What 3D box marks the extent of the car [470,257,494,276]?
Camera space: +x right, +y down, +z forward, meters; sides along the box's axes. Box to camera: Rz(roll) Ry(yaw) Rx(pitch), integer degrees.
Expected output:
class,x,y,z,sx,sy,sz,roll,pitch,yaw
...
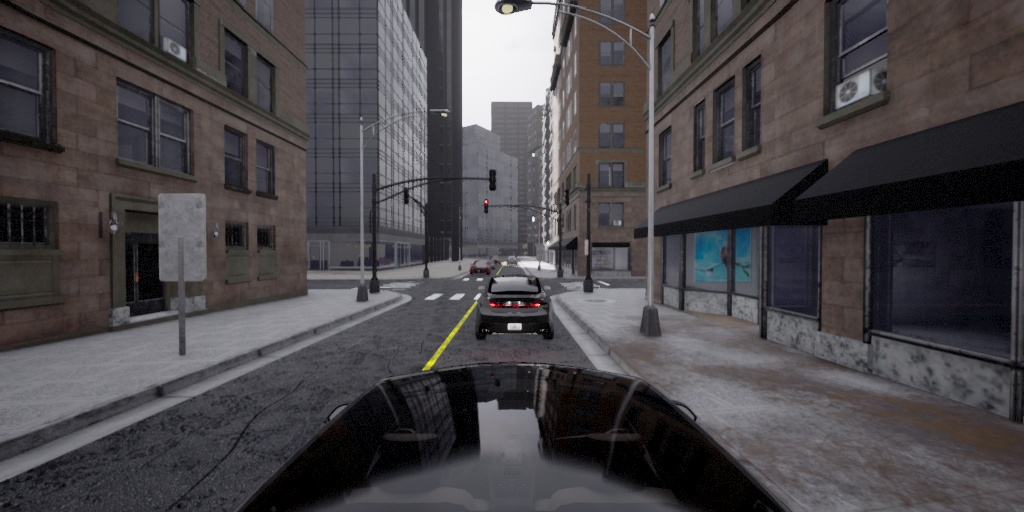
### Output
class,x,y,z,sx,sy,sz,roll,pitch,yaw
car,-3.138,1.142,36.376,1.882,1.535,5.008,0,0,0

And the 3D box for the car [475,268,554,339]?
class,x,y,z,sx,sy,sz,roll,pitch,yaw
car,0.070,1.248,10.009,1.837,1.490,4.892,0,0,0

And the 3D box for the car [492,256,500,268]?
class,x,y,z,sx,sy,sz,roll,pitch,yaw
car,-3.136,1.117,47.824,2.033,1.411,5.357,0,1,0

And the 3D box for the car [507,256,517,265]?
class,x,y,z,sx,sy,sz,roll,pitch,yaw
car,0.030,0.923,64.088,2.033,1.411,5.357,0,1,0
